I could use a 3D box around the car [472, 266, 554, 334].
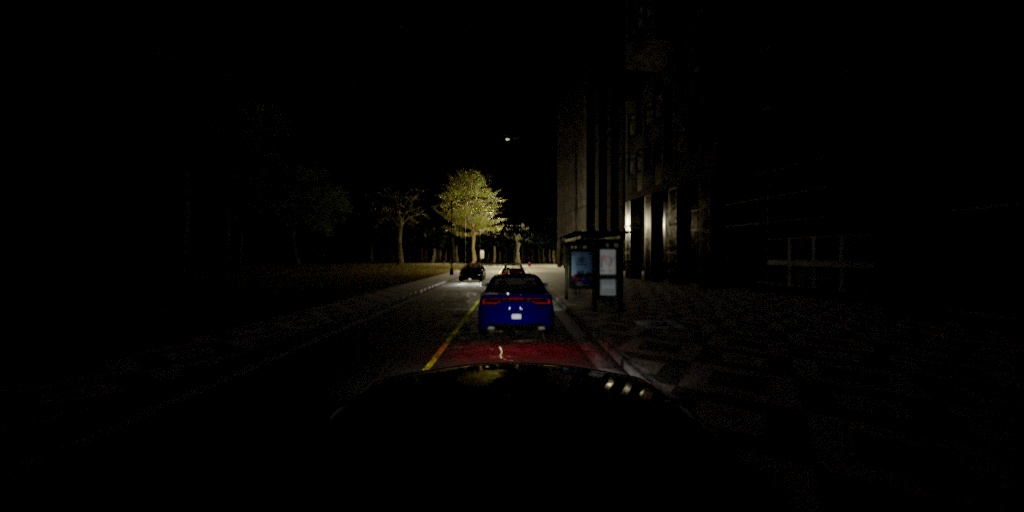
[{"bbox_3d":[0.102,1.224,10.610,1.882,1.535,5.008,0,0,0],"label":"car"}]

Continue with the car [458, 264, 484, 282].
[{"bbox_3d":[-3.097,1.317,29.100,2.033,1.411,5.357,0,0,0],"label":"car"}]
